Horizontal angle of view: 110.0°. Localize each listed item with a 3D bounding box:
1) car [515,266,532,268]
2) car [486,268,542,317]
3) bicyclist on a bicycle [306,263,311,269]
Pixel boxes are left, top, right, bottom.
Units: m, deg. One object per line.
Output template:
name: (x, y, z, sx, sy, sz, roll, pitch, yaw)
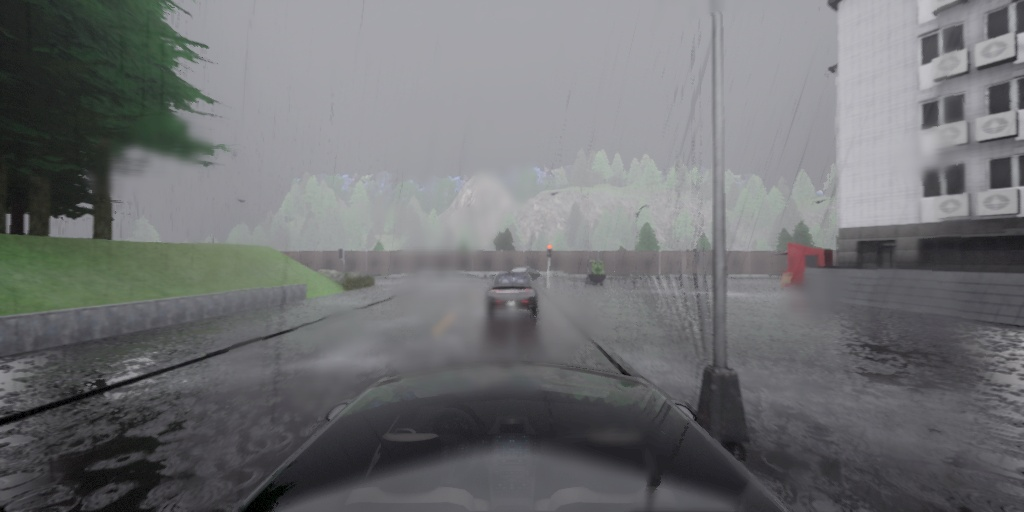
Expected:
car: (1.074, 1.612, 30.076, 1.882, 1.535, 5.008, -1, -1, 19)
car: (0.046, 1.409, 14.092, 2.128, 1.511, 4.902, 0, -1, 0)
bicyclist on a bicycle: (-24.034, 1.648, 42.255, 0.582, 1.620, 1.656, 0, 0, 0)
